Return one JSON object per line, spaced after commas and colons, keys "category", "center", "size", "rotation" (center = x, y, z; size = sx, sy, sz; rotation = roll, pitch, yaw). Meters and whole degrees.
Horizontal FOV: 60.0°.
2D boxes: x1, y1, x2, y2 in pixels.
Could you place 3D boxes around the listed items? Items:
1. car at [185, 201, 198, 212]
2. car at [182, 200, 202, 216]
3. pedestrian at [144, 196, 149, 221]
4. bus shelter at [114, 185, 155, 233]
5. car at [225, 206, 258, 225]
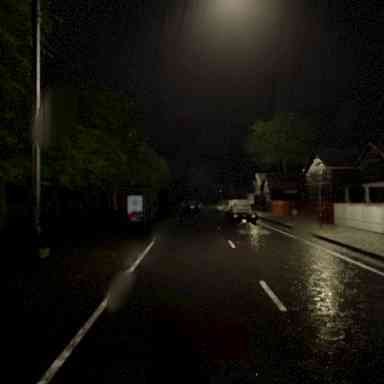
{"category": "car", "center": [-0.024, 2.025, 47.088], "size": [1.812, 1.442, 4.674], "rotation": [0, -1, 0]}
{"category": "car", "center": [0.024, 1.651, 35.975], "size": [2.097, 1.767, 4.553], "rotation": [0, -1, 0]}
{"category": "pedestrian", "center": [-3.223, 1.159, 23.550], "size": [0.375, 1.860, 0.375], "rotation": [0, 0, 10]}
{"category": "bus shelter", "center": [-3.530, 0.962, 21.059], "size": [1.920, 2.740, 3.880], "rotation": [0, 0, 0]}
{"category": "car", "center": [3.577, 1.733, 24.990], "size": [1.895, 1.301, 4.718], "rotation": [0, -1, 0]}
